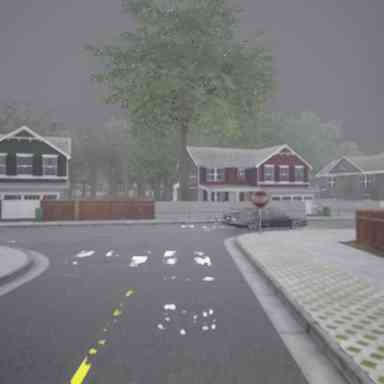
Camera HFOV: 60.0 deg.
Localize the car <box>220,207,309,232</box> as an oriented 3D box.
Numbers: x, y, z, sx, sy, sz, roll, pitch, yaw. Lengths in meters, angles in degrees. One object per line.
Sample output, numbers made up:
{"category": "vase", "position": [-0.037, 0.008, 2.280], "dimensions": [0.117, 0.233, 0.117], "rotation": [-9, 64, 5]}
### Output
{"category": "car", "position": [4.438, 1.611, 20.351], "dimensions": [5.357, 1.411, 2.033], "rotation": [1, 0, -20]}
